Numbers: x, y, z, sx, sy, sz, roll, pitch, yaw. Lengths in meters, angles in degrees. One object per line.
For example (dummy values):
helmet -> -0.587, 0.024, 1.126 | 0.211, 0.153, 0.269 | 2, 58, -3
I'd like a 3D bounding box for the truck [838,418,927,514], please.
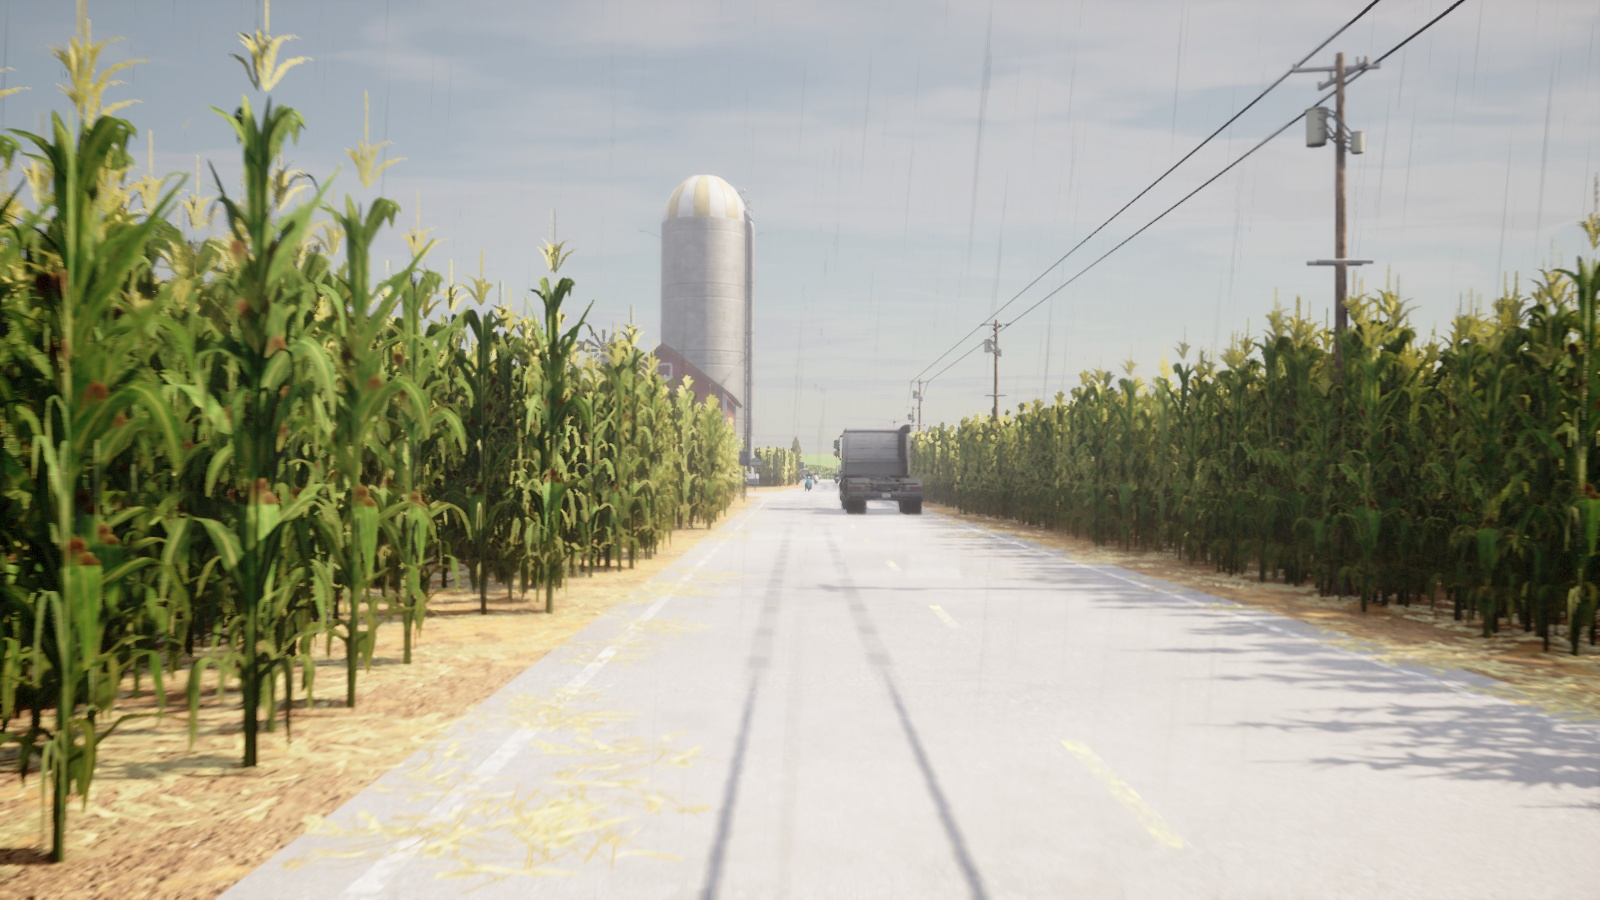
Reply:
truck -> 3.085, 0.642, 49.060 | 2.891, 3.462, 7.936 | 0, -1, 0
